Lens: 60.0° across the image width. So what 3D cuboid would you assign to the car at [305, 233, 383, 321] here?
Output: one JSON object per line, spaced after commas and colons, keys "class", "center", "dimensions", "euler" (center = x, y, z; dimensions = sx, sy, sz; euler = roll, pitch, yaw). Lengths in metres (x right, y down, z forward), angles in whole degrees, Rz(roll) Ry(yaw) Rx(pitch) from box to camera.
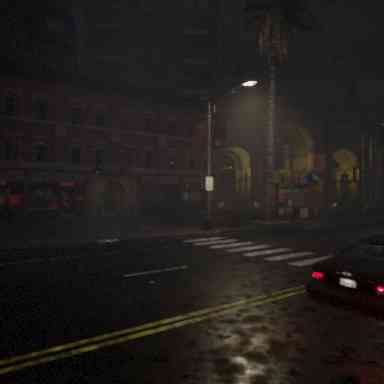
{"class": "car", "center": [4.690, 1.610, 7.104], "dimensions": [5.357, 1.411, 2.033], "euler": [1, 0, -35]}
